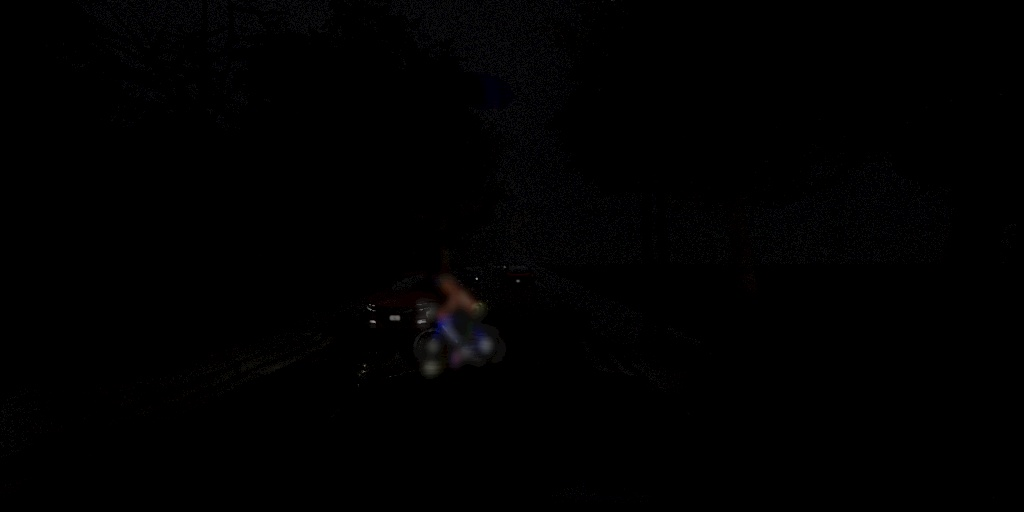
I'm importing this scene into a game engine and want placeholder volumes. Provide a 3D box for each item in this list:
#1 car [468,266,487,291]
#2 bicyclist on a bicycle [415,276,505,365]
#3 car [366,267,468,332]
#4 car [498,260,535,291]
[{"bbox_3d":[-2.585,1.310,21.454,1.895,1.301,4.718,0,0,1],"label":"car"},{"bbox_3d":[-0.962,1.186,6.506,1.656,1.620,0.582,-2,0,1],"label":"bicyclist on a bicycle"},{"bbox_3d":[-2.739,1.206,11.036,1.882,1.535,5.008,0,0,1],"label":"car"},{"bbox_3d":[0.358,1.186,21.680,1.882,1.535,5.008,0,0,1],"label":"car"}]
